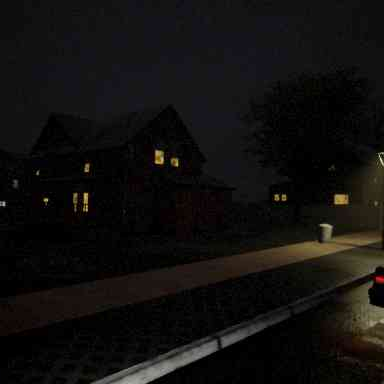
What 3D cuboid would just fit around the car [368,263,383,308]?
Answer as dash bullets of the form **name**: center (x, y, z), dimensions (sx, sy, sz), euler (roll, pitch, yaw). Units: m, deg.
- **car**: center (5.569, 1.628, 7.064), dimensions (5.357, 1.411, 2.033), euler (1, -1, -43)
